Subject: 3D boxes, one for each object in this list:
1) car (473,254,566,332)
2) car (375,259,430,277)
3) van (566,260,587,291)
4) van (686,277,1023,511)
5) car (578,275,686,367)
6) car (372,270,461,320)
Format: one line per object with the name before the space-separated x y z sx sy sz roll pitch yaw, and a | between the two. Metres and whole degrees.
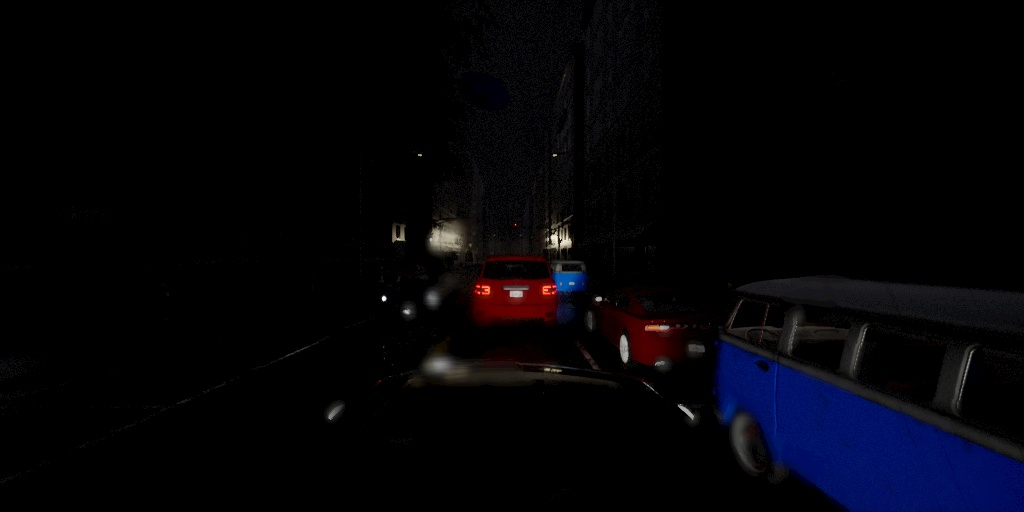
car | 0.114 0.970 10.972 2.150 2.045 5.566 0 0 0
car | -5.644 1.059 19.043 2.192 1.841 5.009 0 0 0
van | 2.881 1.086 19.071 1.690 1.789 3.998 0 0 0
van | 2.856 1.091 2.089 1.690 1.789 3.998 0 0 0
car | 2.864 1.294 7.750 1.888 1.381 4.507 0 0 0
car | -3.081 1.349 12.809 1.895 1.301 4.718 0 0 0
